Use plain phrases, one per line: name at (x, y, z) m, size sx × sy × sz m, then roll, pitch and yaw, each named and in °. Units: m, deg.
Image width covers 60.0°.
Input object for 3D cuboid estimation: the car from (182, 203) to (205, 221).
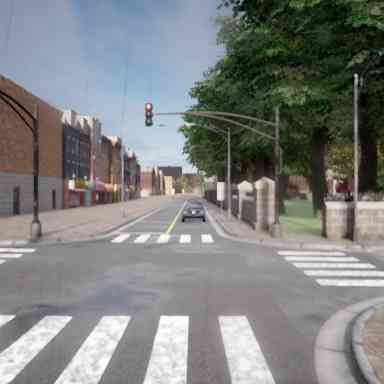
car at (0.135, 1.564, 27.162) m, size 2.033 × 1.411 × 5.357 m, roll 0°, pitch 0°, yaw 0°
